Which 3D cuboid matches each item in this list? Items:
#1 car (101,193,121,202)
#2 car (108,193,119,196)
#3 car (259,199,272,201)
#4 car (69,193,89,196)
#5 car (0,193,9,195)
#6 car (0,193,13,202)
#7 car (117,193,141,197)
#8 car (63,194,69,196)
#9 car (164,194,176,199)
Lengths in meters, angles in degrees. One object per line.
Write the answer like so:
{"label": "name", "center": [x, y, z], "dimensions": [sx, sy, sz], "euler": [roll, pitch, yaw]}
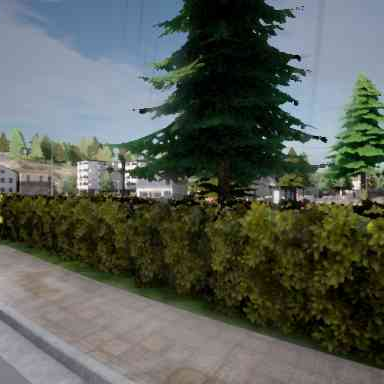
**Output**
{"label": "car", "center": [-17.556, 1.077, 72.081], "dimensions": [3.866, 1.878, 1.905], "euler": [0, 0, -45]}
{"label": "car", "center": [-15.227, 1.097, 70.296], "dimensions": [4.605, 1.855, 1.932], "euler": [0, 0, -45]}
{"label": "car", "center": [9.911, 1.478, 44.328], "dimensions": [1.882, 1.535, 5.008], "euler": [0, 0, 45]}
{"label": "car", "center": [-26.518, 1.153, 81.212], "dimensions": [5.027, 1.636, 2.152], "euler": [0, 0, -45]}
{"label": "car", "center": [-23.116, 1.330, 40.896], "dimensions": [5.027, 1.636, 2.152], "euler": [0, 0, -45]}
{"label": "car", "center": [-41.124, 1.097, 71.276], "dimensions": [4.605, 1.855, 1.932], "euler": [0, 0, -45]}
{"label": "car", "center": [-9.691, 1.384, 53.866], "dimensions": [3.806, 1.475, 1.970], "euler": [0, 0, -45]}
{"label": "car", "center": [-31.244, 1.232, 85.565], "dimensions": [3.806, 1.475, 1.970], "euler": [0, 0, -45]}
{"label": "car", "center": [-2.220, 1.221, 37.411], "dimensions": [5.566, 2.045, 2.150], "euler": [0, 0, -45]}
